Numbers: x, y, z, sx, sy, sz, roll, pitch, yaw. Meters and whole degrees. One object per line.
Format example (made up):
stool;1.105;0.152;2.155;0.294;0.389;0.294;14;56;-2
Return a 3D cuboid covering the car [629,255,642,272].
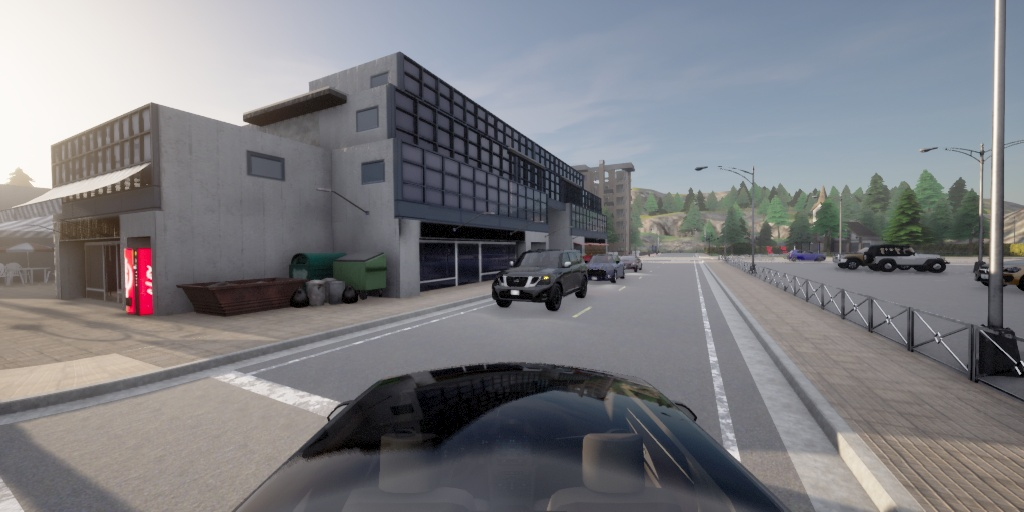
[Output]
car;10.343;0.606;31.736;1.812;1.442;4.674;0;1;27

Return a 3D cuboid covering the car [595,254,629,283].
car;5.746;0.659;22.595;2.097;1.767;4.553;0;1;27

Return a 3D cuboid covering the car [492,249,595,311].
car;1.331;0.747;13.804;2.150;2.045;5.566;0;1;27
